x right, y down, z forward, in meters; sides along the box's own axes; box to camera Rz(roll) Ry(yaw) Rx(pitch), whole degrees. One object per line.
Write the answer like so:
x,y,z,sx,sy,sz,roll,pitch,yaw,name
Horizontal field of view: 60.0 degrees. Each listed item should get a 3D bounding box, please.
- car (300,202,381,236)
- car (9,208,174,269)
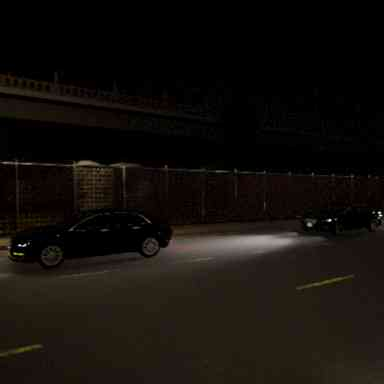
7.625,1.277,16.913,4.902,1.511,2.128,0,1,-32,car
-2.939,1.292,10.385,4.892,1.490,1.837,0,1,-32,car
